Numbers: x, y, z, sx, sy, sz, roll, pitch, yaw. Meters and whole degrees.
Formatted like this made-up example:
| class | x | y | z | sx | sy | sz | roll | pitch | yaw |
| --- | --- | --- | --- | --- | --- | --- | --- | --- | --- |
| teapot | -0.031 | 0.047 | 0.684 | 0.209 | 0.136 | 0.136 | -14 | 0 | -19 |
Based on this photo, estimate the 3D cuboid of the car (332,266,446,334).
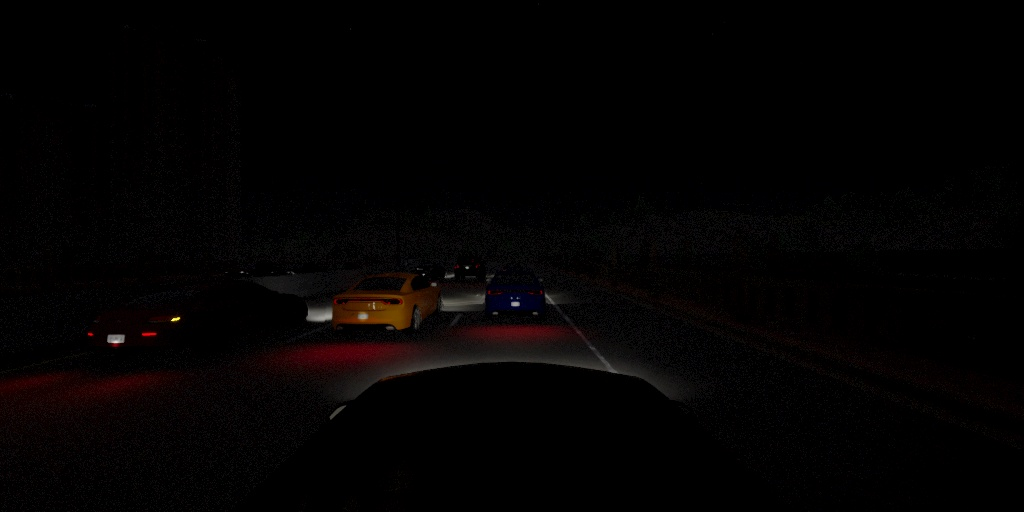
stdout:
| class | x | y | z | sx | sy | sz | roll | pitch | yaw |
| --- | --- | --- | --- | --- | --- | --- | --- | --- | --- |
| car | -3.402 | 1.230 | 10.671 | 1.882 | 1.535 | 5.008 | 0 | 0 | 0 |

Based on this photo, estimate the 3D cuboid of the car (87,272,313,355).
| class | x | y | z | sx | sy | sz | roll | pitch | yaw |
| --- | --- | --- | --- | --- | --- | --- | --- | --- | --- |
| car | -6.901 | 1.277 | 8.556 | 1.812 | 1.442 | 4.674 | 0 | 0 | 0 |

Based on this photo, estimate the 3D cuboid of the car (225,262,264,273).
| class | x | y | z | sx | sy | sz | roll | pitch | yaw |
| --- | --- | --- | --- | --- | --- | --- | --- | --- | --- |
| car | -21.099 | 1.238 | 29.528 | 1.882 | 1.535 | 5.008 | 0 | 0 | 0 |

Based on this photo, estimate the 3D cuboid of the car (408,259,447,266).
| class | x | y | z | sx | sy | sz | roll | pitch | yaw |
| --- | --- | --- | --- | --- | --- | --- | --- | --- | --- |
| car | -6.905 | 1.253 | 30.466 | 2.128 | 1.511 | 4.902 | 0 | 0 | 0 |

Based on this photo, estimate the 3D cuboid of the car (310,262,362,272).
| class | x | y | z | sx | sy | sz | roll | pitch | yaw |
| --- | --- | --- | --- | --- | --- | --- | --- | --- | --- |
| car | -14.100 | 1.238 | 29.540 | 1.882 | 1.535 | 5.008 | 0 | 0 | 0 |

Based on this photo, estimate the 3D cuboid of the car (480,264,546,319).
| class | x | y | z | sx | sy | sz | roll | pitch | yaw |
| --- | --- | --- | --- | --- | --- | --- | --- | --- | --- |
| car | 0.098 | 1.230 | 12.797 | 1.882 | 1.535 | 5.008 | 0 | 0 | 0 |

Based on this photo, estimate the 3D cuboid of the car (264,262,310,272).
| class | x | y | z | sx | sy | sz | roll | pitch | yaw |
| --- | --- | --- | --- | --- | --- | --- | --- | --- | --- |
| car | -17.600 | 1.238 | 29.547 | 1.882 | 1.535 | 5.008 | 0 | 0 | 0 |

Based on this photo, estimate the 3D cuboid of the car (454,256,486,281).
| class | x | y | z | sx | sy | sz | roll | pitch | yaw |
| --- | --- | --- | --- | --- | --- | --- | --- | --- | --- |
| car | -3.404 | 0.982 | 29.885 | 2.150 | 2.045 | 5.566 | 0 | 0 | 0 |
